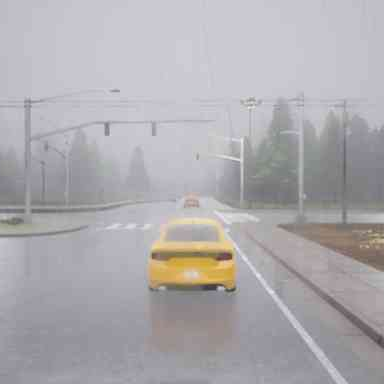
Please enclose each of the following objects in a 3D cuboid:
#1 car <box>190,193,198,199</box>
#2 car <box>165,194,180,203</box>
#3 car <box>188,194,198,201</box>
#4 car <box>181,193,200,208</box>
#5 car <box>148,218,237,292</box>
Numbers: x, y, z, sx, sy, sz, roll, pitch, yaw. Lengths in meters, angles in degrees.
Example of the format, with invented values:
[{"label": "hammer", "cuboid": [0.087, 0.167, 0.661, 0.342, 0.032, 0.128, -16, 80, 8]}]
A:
[{"label": "car", "cuboid": [0.561, 0.928, 83.470, 1.837, 1.490, 4.892, 0, 0, 2]}, {"label": "car", "cuboid": [-3.629, 1.192, 57.718, 2.033, 1.411, 5.357, 0, 0, 1]}, {"label": "car", "cuboid": [0.179, 1.088, 73.078, 2.033, 1.411, 5.357, 0, 0, 2]}, {"label": "car", "cuboid": [-0.052, 1.216, 42.517, 1.882, 1.535, 5.008, 0, 0, 0]}, {"label": "car", "cuboid": [0.034, 1.419, 8.855, 1.882, 1.535, 5.008, 0, 0, 1]}]
